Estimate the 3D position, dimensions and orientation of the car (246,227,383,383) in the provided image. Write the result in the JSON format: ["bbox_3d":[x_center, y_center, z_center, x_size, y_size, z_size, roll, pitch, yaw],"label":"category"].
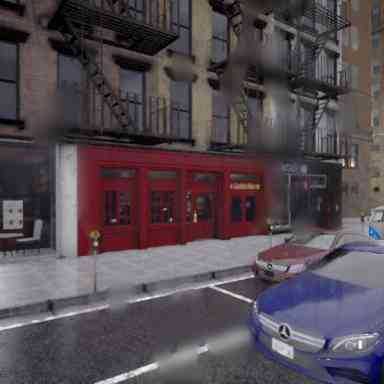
[{"bbox_3d":[2.934,1.524,5.142,4.674,1.442,1.812,0,0,-35],"label":"car"}]

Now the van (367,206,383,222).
[{"bbox_3d":[7.833,1.338,11.747,3.998,1.788,1.690,0,0,-35],"label":"van"}]

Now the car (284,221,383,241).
[{"bbox_3d":[3.424,1.580,8.618,4.206,1.307,1.802,0,0,-35],"label":"car"}]
